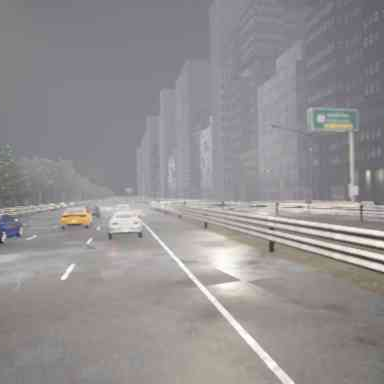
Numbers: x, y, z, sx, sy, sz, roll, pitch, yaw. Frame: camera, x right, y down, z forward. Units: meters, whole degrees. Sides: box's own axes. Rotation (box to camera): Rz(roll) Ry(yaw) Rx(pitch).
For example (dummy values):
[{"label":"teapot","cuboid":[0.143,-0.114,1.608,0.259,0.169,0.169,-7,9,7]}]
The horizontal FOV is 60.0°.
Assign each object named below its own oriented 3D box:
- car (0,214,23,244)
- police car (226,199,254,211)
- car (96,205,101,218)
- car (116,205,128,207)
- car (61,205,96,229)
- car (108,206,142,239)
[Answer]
[{"label":"car","cuboid":[-10.818,1.932,18.267,1.882,1.535,5.008,-1,-1,-12]},{"label":"police car","cuboid":[6.820,1.897,48.349,1.930,1.638,5.238,-1,0,-31]},{"label":"car","cuboid":[-11.604,2.242,38.467,2.033,1.411,5.357,-1,-1,-12]},{"label":"car","cuboid":[-7.607,2.099,36.510,1.812,1.442,4.674,-1,0,-12]},{"label":"car","cuboid":[-8.910,1.968,25.987,1.882,1.535,5.008,-1,-1,-12]},{"label":"car","cuboid":[-3.958,1.827,19.655,1.812,1.442,4.674,-1,-1,-12]}]
